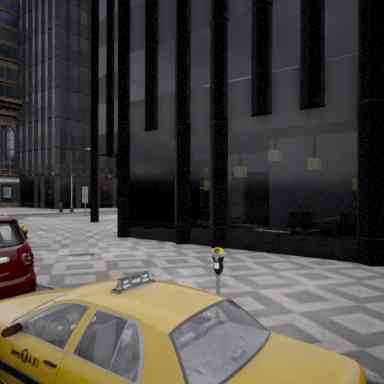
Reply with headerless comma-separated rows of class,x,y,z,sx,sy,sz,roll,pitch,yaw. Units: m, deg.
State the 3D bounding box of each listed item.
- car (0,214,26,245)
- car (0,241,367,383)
car,-5.097,1.314,6.552,5.009,1.841,2.192,0,0,35
car,-0.803,1.525,3.524,4.829,1.417,1.752,0,0,35
